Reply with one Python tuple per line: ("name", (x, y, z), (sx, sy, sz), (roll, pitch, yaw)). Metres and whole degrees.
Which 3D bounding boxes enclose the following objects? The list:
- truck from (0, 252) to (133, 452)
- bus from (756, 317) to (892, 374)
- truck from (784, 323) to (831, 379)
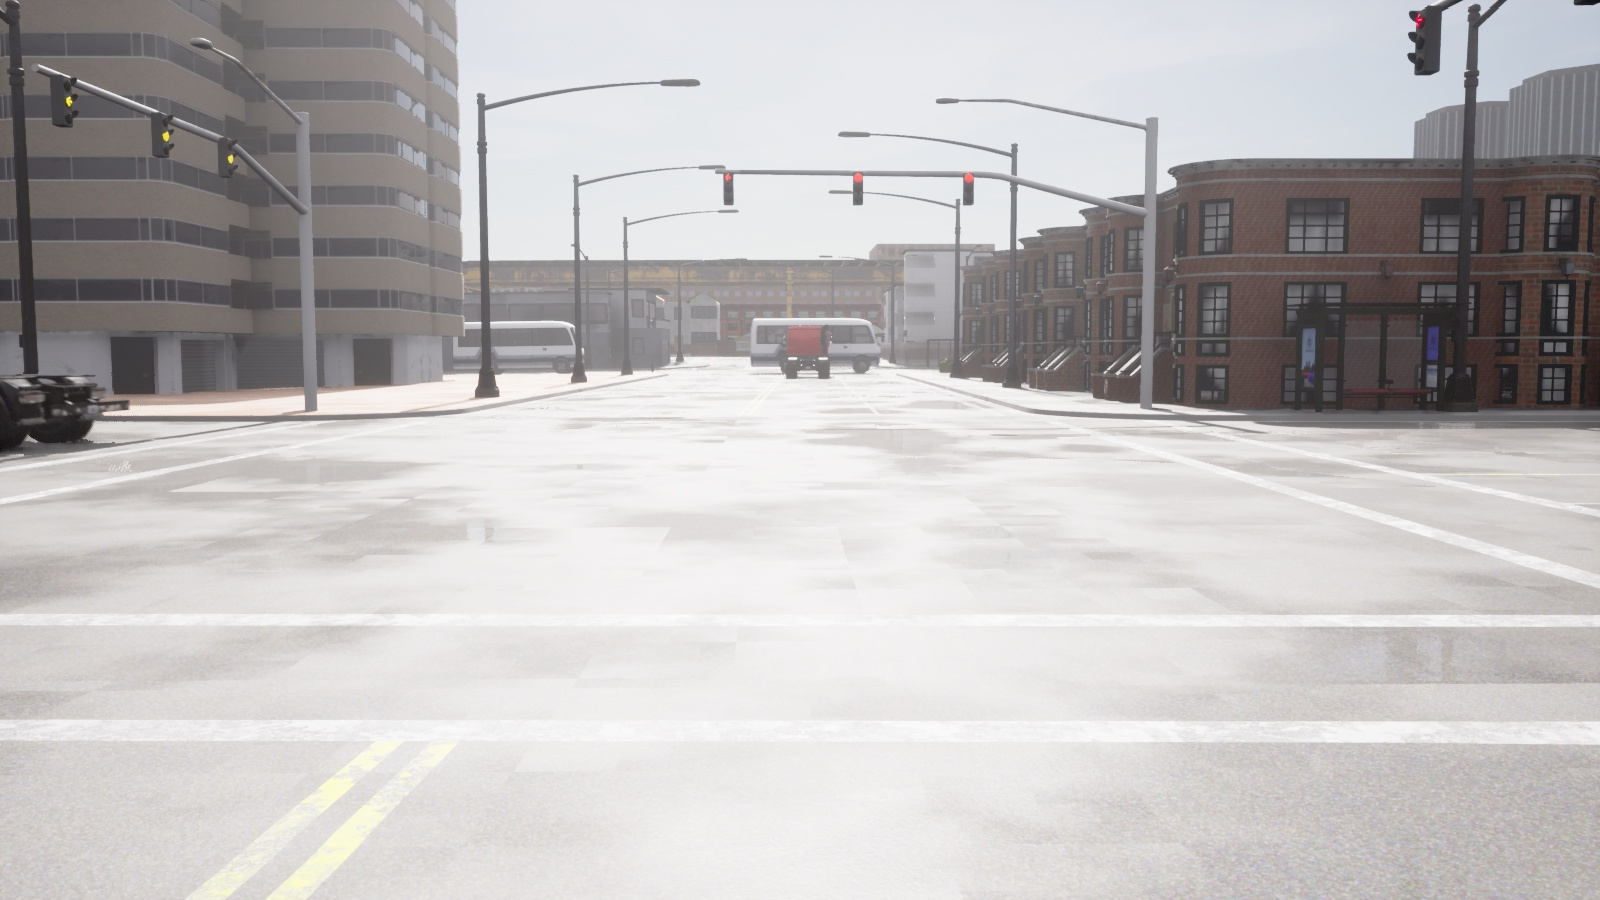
("truck", (-17.141, -1.805, 23.236), (7.936, 3.462, 2.891), (0, 5, 1))
("bus", (1.780, -8.040, 96.964), (10.273, 4.253, 3.944), (0, 4, 0))
("truck", (0.512, -6.412, 81.219), (2.891, 3.462, 7.936), (0, 5, 0))
